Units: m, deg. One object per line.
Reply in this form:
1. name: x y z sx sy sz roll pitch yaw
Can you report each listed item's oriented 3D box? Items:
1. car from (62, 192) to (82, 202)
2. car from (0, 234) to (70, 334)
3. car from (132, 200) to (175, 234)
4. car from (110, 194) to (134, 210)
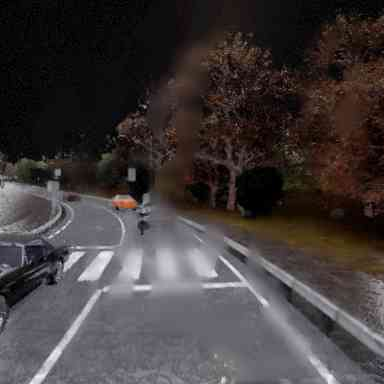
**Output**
1. car: -16.621 0.709 46.046 1.895 1.301 4.718 1 2 -31
2. car: -4.002 1.599 6.578 1.895 1.301 4.718 0 0 -5
3. car: -2.106 1.439 18.716 2.128 1.511 4.902 0 0 -11
4. car: -7.535 0.987 36.053 2.097 1.767 4.553 1 1 -22
